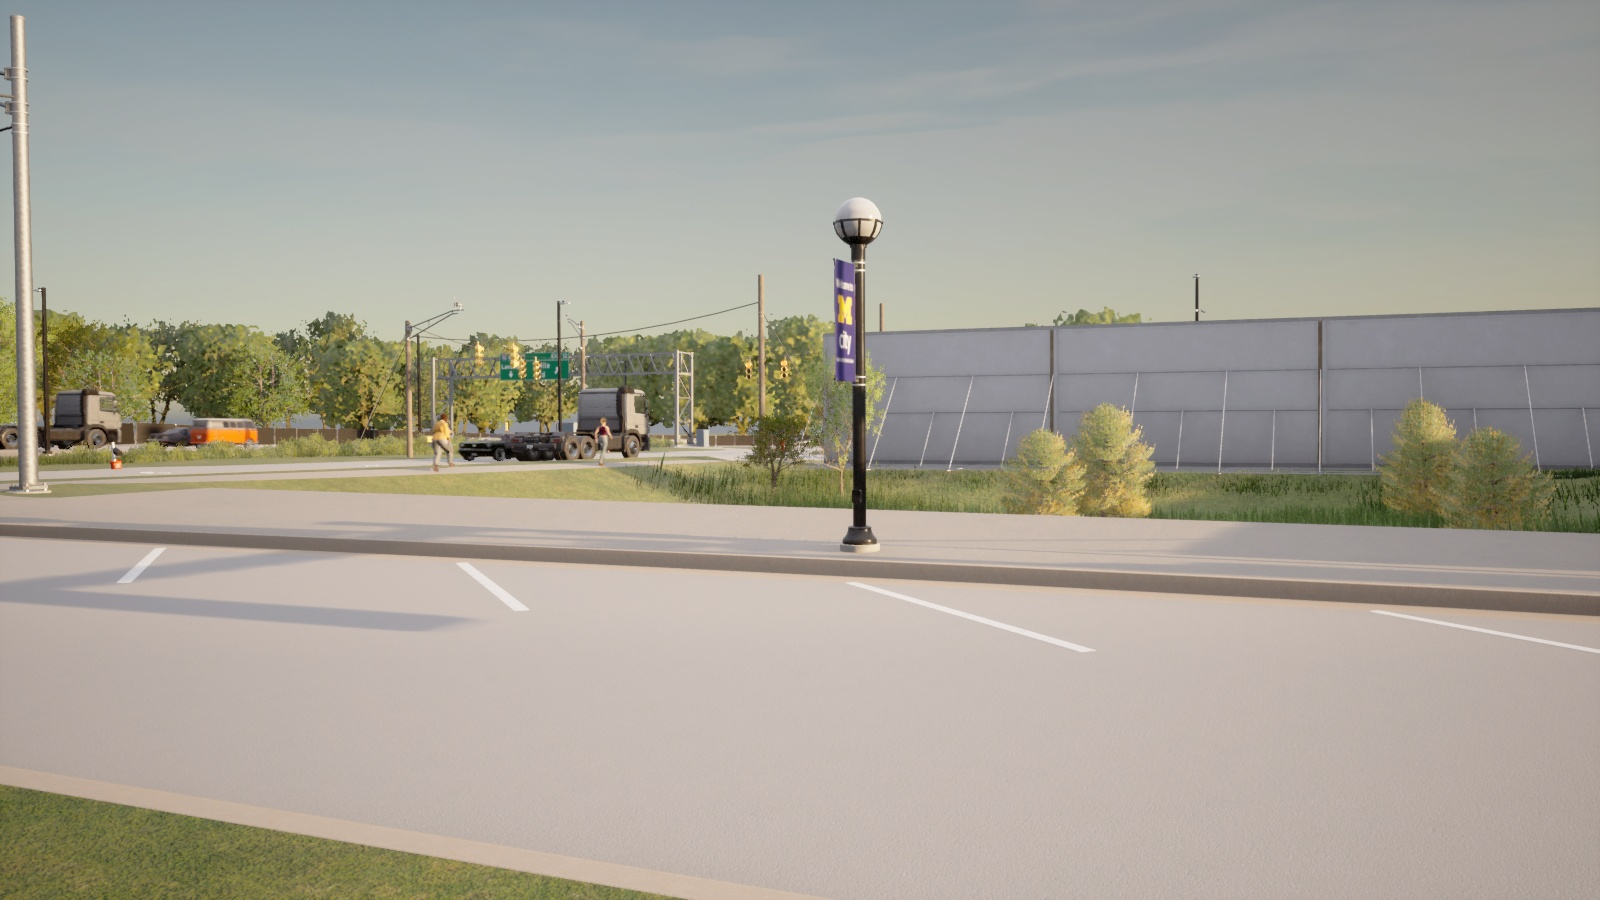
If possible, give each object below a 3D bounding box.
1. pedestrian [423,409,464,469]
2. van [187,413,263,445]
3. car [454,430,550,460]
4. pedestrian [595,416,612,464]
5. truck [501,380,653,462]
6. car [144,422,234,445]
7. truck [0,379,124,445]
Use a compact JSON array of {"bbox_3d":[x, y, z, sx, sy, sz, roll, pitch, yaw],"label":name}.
[{"bbox_3d":[-11.196,-0.351,39.442,0.874,1.855,0.900,1,2,23],"label":"pedestrian"},{"bbox_3d":[-37.402,-1.331,81.766,1.775,1.987,4.442,1,0,23],"label":"van"},{"bbox_3d":[-13.619,-0.253,57.752,1.895,1.301,4.718,1,1,22],"label":"car"},{"bbox_3d":[-7.504,-0.385,47.973,0.345,1.836,0.594,1,2,24],"label":"pedestrian"},{"bbox_3d":[-9.985,-1.306,57.263,2.891,3.462,7.936,1,1,24],"label":"truck"},{"bbox_3d":[-40.506,-1.077,83.425,2.033,1.411,5.357,1,0,23],"label":"car"},{"bbox_3d":[-42.265,-2.054,70.098,2.891,3.462,7.936,1,0,23],"label":"truck"}]
